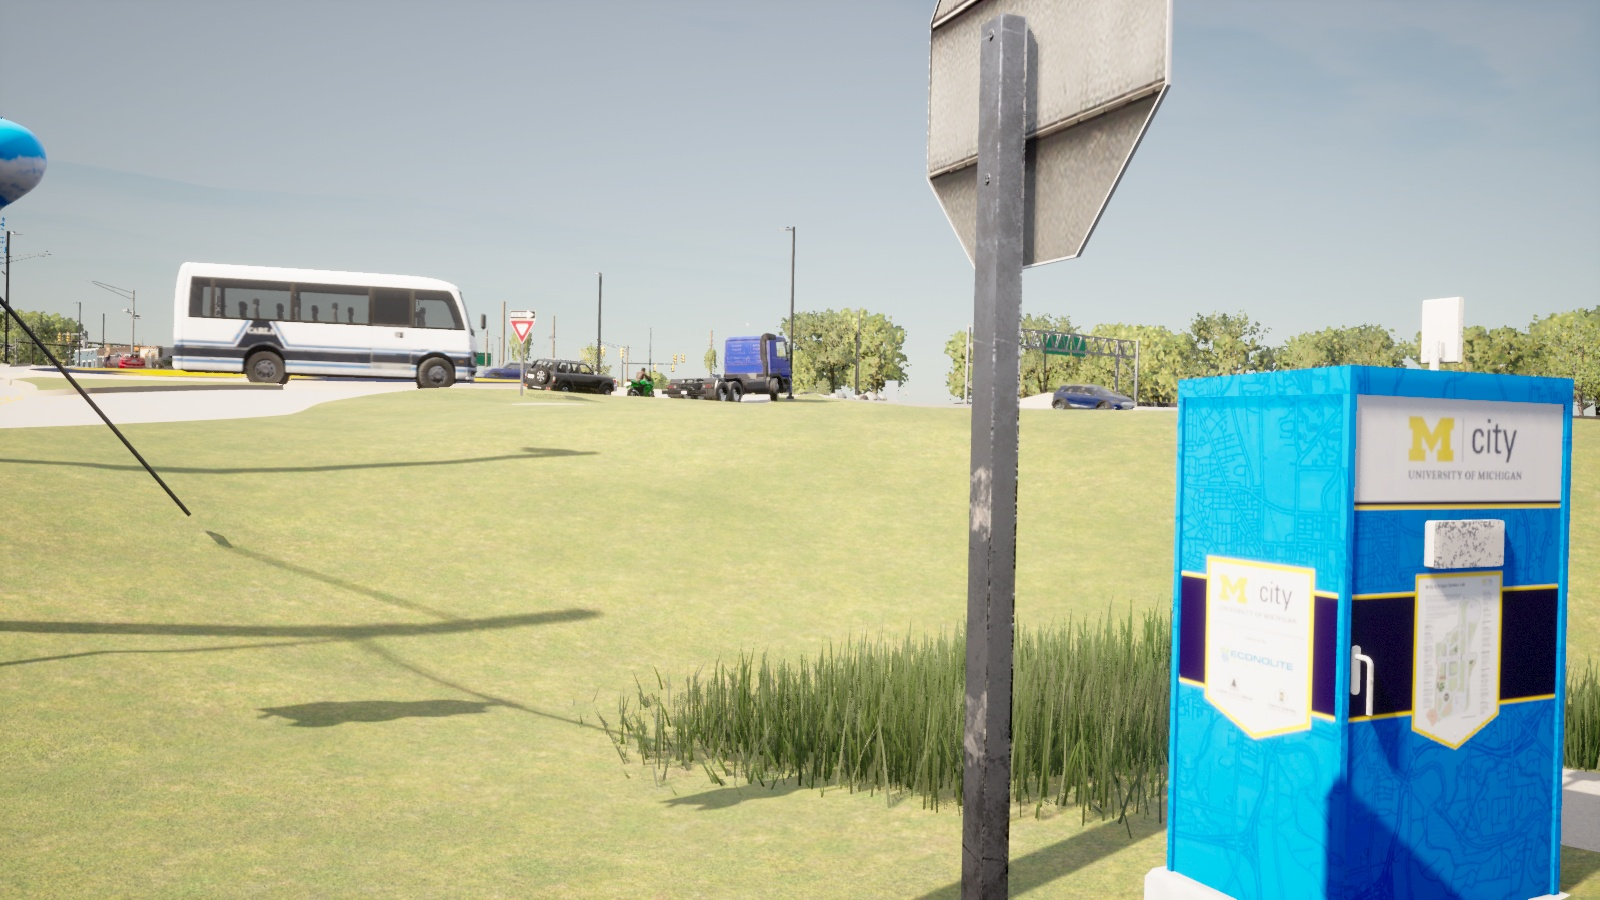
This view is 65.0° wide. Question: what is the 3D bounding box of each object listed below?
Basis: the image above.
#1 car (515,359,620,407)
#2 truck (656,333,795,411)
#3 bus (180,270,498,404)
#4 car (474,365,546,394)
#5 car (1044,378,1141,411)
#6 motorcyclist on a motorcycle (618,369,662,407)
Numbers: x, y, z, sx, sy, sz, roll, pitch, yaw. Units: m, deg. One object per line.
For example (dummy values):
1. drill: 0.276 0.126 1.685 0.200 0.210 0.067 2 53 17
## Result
1. car: -10.478 -2.986 56.888 1.932 1.855 4.605 9 5 31
2. truck: -3.534 -3.941 62.155 2.891 3.462 7.936 -1 5 29
3. bus: -16.319 -3.868 45.151 10.273 4.253 3.944 0 1 -19
4. car: -20.248 -4.920 87.684 4.553 1.767 2.097 1 0 -25
5. car: 15.717 -3.041 67.729 2.033 1.649 4.856 -3 5 -39
6. motorcyclist on a motorcycle: -6.847 -2.639 53.783 0.797 1.523 2.044 0 1 28
